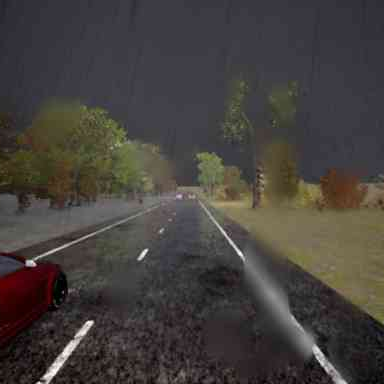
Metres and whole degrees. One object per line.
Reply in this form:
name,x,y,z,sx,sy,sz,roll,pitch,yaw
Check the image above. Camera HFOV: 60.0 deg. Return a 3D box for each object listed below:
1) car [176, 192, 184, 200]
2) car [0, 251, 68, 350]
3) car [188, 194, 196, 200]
car,-3.533,1.392,92.273,1.812,1.442,4.674,0,0,0
car,-3.503,1.561,5.071,1.994,1.385,4.181,0,0,0
car,-0.033,1.346,91.858,1.882,1.535,5.008,0,0,0
